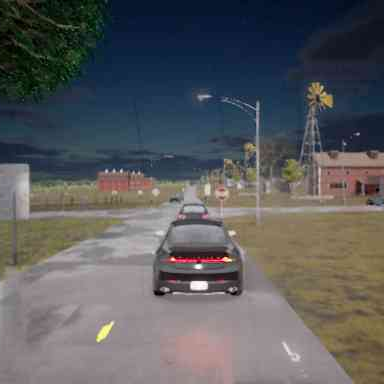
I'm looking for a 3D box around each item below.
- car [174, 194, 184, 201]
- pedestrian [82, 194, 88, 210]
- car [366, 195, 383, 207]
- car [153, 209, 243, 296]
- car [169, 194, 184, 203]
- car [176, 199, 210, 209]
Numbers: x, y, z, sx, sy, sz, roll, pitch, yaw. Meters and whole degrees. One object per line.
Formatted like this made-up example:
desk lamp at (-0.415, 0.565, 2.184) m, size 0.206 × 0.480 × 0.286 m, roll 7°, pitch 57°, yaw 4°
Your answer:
car at (-2.719, 1.150, 69.644) m, size 1.994 × 1.385 × 4.181 m, roll 0°, pitch 0°, yaw 0°
pedestrian at (-12.137, 1.116, 37.796) m, size 0.375 × 1.860 × 0.375 m, roll 0°, pitch 3°, yaw 0°
car at (20.460, 0.809, 34.584) m, size 4.181 × 1.385 × 1.994 m, roll -1°, pitch 1°, yaw 0°
car at (0.107, 1.418, 8.418) m, size 1.837 × 1.490 × 4.892 m, roll 0°, pitch 0°, yaw -1°
car at (-2.796, 1.208, 54.794) m, size 1.895 × 1.301 × 4.718 m, roll 0°, pitch 0°, yaw 0°
car at (0.104, 1.348, 18.793) m, size 1.812 × 1.442 × 4.674 m, roll 0°, pitch 0°, yaw 0°
